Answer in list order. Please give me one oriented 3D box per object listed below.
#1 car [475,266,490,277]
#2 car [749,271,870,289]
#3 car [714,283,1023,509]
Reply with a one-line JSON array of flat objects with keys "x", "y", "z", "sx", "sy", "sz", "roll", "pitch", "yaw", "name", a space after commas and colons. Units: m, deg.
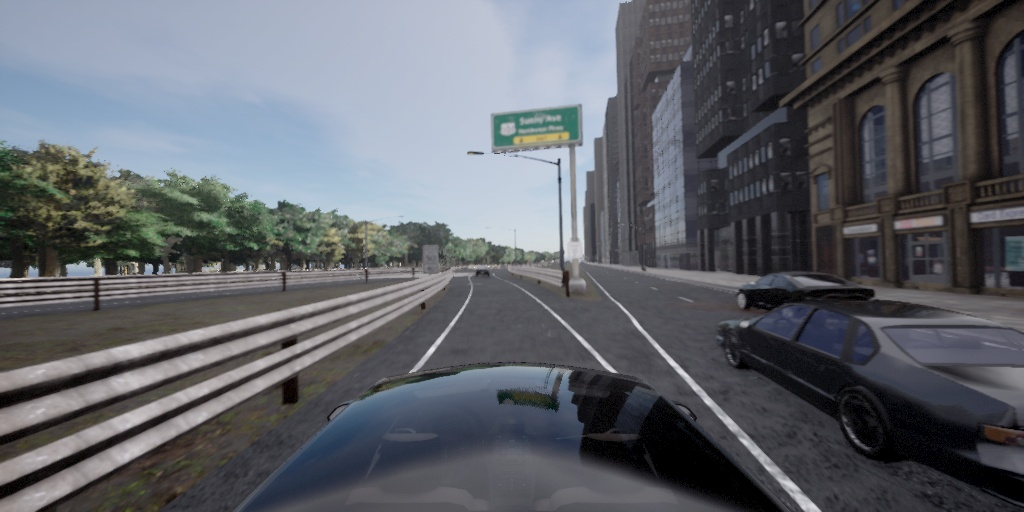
[{"x": -4.105, "y": 2.086, "z": 49.842, "sx": 1.882, "sy": 1.535, "sz": 5.008, "roll": -1, "pitch": -1, "yaw": -5, "name": "car"}, {"x": 9.418, "y": 1.249, "z": 12.016, "sx": 1.882, "sy": 1.535, "sz": 5.008, "roll": -2, "pitch": -1, "yaw": 10, "name": "car"}, {"x": 4.568, "y": 1.294, "z": 4.737, "sx": 2.033, "sy": 1.411, "sz": 5.357, "roll": -2, "pitch": -1, "yaw": 10, "name": "car"}]
